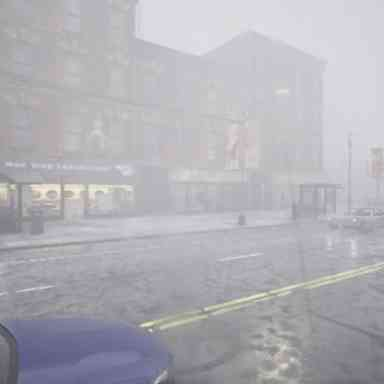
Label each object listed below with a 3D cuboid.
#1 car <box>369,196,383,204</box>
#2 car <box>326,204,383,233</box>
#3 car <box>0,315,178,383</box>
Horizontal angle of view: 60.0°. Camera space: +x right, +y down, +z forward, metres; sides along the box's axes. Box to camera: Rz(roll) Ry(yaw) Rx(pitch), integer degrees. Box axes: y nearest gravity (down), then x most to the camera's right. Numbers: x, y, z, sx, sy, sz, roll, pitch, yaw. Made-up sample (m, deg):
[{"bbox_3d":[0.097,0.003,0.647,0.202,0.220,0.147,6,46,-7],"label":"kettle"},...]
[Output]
[{"bbox_3d":[31.758,1.495,55.707,1.882,1.535,5.008,0,0,-4],"label":"car"},{"bbox_3d":[10.069,1.605,19.783,4.718,1.301,1.895,0,0,-36],"label":"car"},{"bbox_3d":[-2.261,1.526,2.134,4.674,1.442,1.812,0,0,-36],"label":"car"}]
